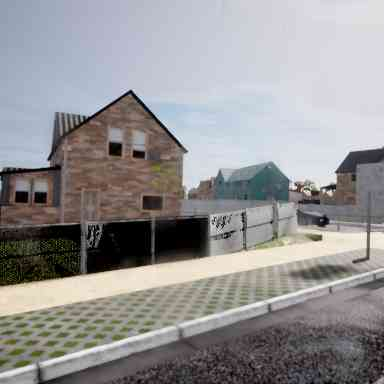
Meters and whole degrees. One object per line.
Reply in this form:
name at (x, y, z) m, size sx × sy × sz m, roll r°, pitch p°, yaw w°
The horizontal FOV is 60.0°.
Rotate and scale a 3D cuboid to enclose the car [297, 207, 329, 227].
car at (7.571, 1.721, 23.601) m, size 1.994 × 1.385 × 4.181 m, roll 3°, pitch -2°, yaw -28°
